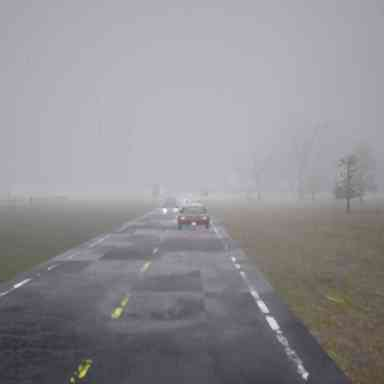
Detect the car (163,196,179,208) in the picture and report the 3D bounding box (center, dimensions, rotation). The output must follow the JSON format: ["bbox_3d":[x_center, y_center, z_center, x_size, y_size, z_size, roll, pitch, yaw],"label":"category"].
[{"bbox_3d":[-2.804,1.332,44.565,1.837,1.490,4.892,0,0,1],"label":"car"}]

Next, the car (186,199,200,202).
[{"bbox_3d":[0.079,1.458,37.136,1.895,1.301,4.718,0,0,0],"label":"car"}]

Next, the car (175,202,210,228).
[{"bbox_3d":[0.096,1.522,21.302,1.895,1.301,4.718,0,0,0],"label":"car"}]
